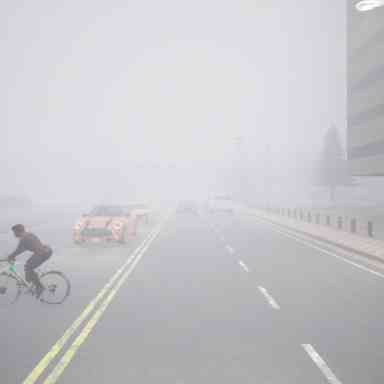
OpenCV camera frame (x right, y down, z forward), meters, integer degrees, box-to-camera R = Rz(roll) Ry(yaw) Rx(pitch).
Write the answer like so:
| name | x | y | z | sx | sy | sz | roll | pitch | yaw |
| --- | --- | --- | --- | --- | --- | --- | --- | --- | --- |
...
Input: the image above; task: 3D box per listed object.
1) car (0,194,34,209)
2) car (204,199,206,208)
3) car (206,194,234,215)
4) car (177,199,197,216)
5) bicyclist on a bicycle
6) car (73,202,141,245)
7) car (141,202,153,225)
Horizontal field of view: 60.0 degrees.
| name | x | y | z | sx | sy | sz | roll | pitch | yaw |
| --- | --- | --- | --- | --- | --- | --- | --- | --- | --- |
| car | -21.849 | 1.153 | 41.793 | 1.932 | 1.855 | 4.605 | 0 | 0 | -1 |
| car | 2.763 | 1.352 | 43.958 | 2.097 | 1.767 | 4.553 | 0 | 0 | -1 |
| car | 2.949 | 1.222 | 34.480 | 2.150 | 2.045 | 5.566 | 0 | 0 | -1 |
| car | -0.503 | 1.601 | 31.953 | 1.895 | 1.301 | 4.718 | 0 | 0 | -1 |
| bicyclist on a bicycle | -3.248 | 1.454 | 6.568 | 1.656 | 1.620 | 0.582 | -2 | 0 | -1 |
| car | -3.880 | 1.354 | 15.521 | 2.097 | 1.767 | 4.553 | 0 | 0 | -1 |
| car | -3.960 | 1.478 | 24.558 | 1.882 | 1.535 | 5.008 | 0 | 0 | -1 |
